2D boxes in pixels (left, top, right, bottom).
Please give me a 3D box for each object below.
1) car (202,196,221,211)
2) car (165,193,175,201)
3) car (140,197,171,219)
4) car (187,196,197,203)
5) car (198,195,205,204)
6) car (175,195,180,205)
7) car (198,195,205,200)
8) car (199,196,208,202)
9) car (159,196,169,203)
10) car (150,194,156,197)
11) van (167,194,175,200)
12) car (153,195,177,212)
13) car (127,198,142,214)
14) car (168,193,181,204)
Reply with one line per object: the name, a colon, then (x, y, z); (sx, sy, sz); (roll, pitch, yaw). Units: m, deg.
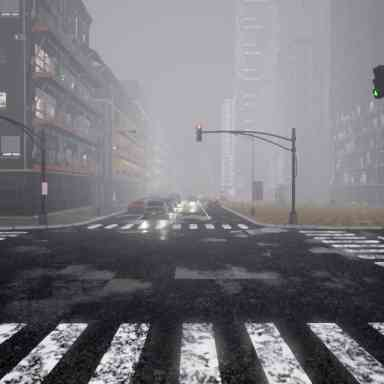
car: (2.612, 1.540, 41.076); (1.887, 1.381, 4.507); (-1, 0, 0)
car: (-5.776, 1.321, 86.204); (2.192, 1.841, 5.009); (-1, 0, 0)
car: (-3.123, 1.500, 29.334); (1.837, 1.490, 4.892); (0, 0, 0)
car: (0.044, 1.479, 69.792); (1.882, 1.535, 5.008); (0, 0, 0)
car: (2.594, 1.550, 63.672); (2.008, 1.369, 4.403); (-1, 0, 0)
car: (-3.130, 1.522, 48.764); (1.812, 1.442, 4.674); (0, 0, 0)
car: (2.570, 1.534, 92.087); (1.752, 1.417, 4.829); (-1, 0, 0)
car: (2.585, 1.547, 74.970); (1.887, 1.381, 4.507); (-1, 0, 0)
car: (-5.758, 1.583, 69.257); (1.802, 1.307, 4.206); (-1, 0, 0)
car: (-5.736, 1.435, 41.012); (1.967, 1.590, 4.097); (-1, 0, 0)
van: (-5.780, 1.349, 91.851); (1.690, 1.788, 3.998); (-1, 0, 0)
car: (-3.128, 1.473, 38.881); (1.882, 1.535, 5.008); (0, 0, 0)
car: (-5.730, 1.540, 35.363); (1.887, 1.381, 4.507); (-1, 0, 0)
car: (-3.088, 1.220, 59.321); (2.150, 2.045, 5.566); (0, 0, 1)
